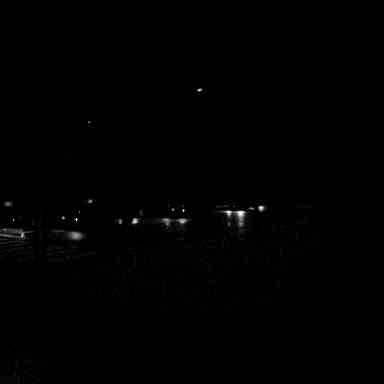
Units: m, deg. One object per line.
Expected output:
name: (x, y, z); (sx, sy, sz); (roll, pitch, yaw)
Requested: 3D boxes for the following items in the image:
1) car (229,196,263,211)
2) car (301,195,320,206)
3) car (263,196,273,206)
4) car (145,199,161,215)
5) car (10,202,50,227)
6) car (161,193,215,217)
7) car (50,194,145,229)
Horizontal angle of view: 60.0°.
car: (6.070, 1.355, 38.850); (1.837, 1.490, 4.892); (0, 0, 36)
car: (17.764, 1.256, 49.378); (1.882, 1.535, 5.008); (0, -1, 35)
car: (10.669, 1.281, 50.805); (1.882, 1.535, 5.008); (0, 0, 36)
car: (-4.117, 1.389, 30.139); (1.882, 1.535, 5.008); (0, 0, 35)
car: (-9.584, 1.456, 22.446); (1.837, 1.490, 4.892); (0, 0, 35)
car: (0.005, 1.116, 30.326); (2.150, 2.045, 5.566); (0, 0, 35)
car: (-5.999, 1.160, 21.877); (2.150, 2.045, 5.566); (0, 0, 35)
